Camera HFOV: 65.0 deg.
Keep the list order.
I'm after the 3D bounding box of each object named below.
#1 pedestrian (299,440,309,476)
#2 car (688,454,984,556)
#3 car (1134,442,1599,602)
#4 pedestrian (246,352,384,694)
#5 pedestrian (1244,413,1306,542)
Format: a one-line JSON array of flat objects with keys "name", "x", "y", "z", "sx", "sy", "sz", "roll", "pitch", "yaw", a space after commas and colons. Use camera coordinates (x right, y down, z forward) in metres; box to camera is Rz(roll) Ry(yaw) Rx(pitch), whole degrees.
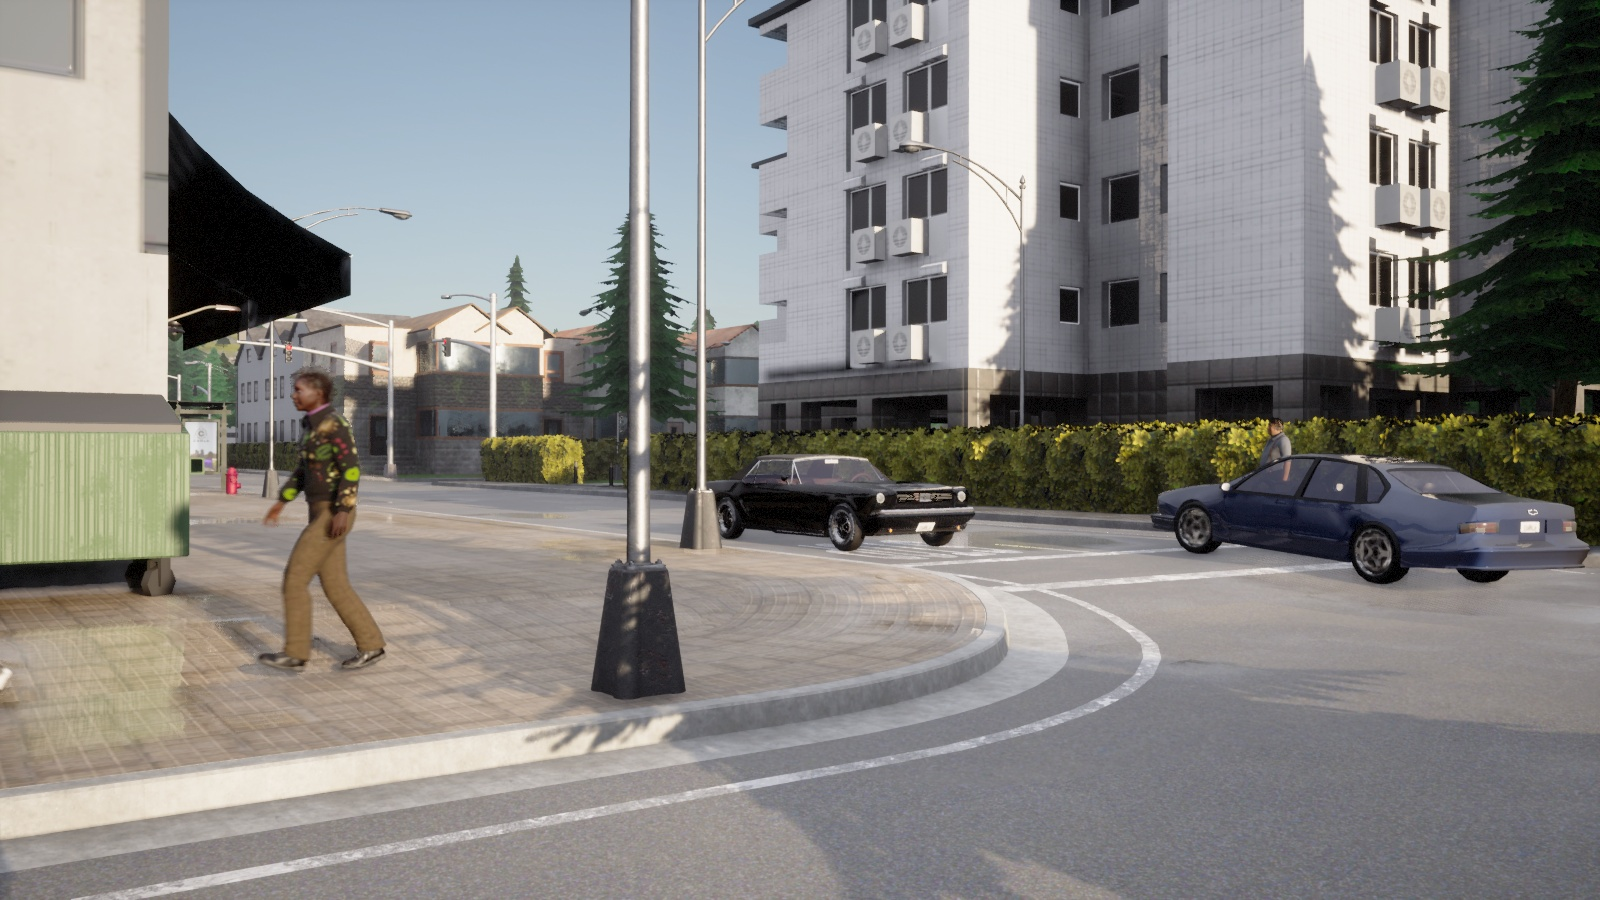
[{"name": "pedestrian", "x": -26.562, "y": 0.447, "z": 67.300, "sx": 0.396, "sy": 1.930, "sz": 0.692, "roll": 0, "pitch": 0, "yaw": -30}, {"name": "car", "x": 0.369, "y": 0.714, "z": 18.579, "sx": 1.895, "sy": 1.301, "sz": 4.718, "roll": 0, "pitch": 0, "yaw": -36}, {"name": "car", "x": 6.627, "y": 0.712, "z": 15.403, "sx": 2.033, "sy": 1.411, "sz": 5.357, "roll": 1, "pitch": 2, "yaw": -22}, {"name": "pedestrian", "x": -2.877, "y": 0.411, "z": 7.454, "sx": 0.692, "sy": 1.930, "sz": 0.395, "roll": 0, "pitch": 0, "yaw": -34}, {"name": "pedestrian", "x": 6.912, "y": 0.396, "z": 18.285, "sx": 0.694, "sy": 1.848, "sz": 0.540, "roll": 0, "pitch": 0, "yaw": 0}]
